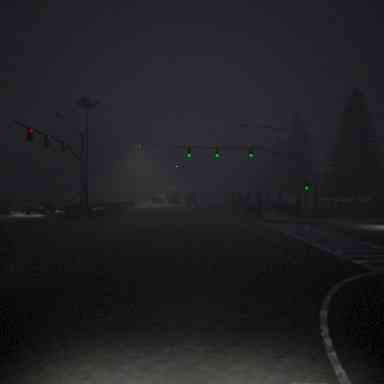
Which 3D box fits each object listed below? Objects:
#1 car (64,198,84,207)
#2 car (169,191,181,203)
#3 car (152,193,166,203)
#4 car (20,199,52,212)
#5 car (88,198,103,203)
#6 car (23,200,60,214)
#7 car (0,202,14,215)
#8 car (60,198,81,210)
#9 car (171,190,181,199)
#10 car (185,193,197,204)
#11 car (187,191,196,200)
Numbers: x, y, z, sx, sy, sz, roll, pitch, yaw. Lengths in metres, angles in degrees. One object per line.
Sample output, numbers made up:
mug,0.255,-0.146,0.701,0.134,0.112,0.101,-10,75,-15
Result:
car,-21.118,1.862,59.491,1.994,1.385,4.181,0,2,2
car,-3.530,1.317,67.968,2.097,1.767,4.553,0,3,0
car,-7.031,1.519,68.145,1.994,1.385,4.181,0,3,0
car,-21.115,1.801,45.264,1.882,1.535,5.008,0,0,0
car,-17.635,1.821,60.478,2.033,1.411,5.357,0,2,0
car,-17.610,1.804,38.999,1.812,1.442,4.674,0,0,0
car,-21.109,1.800,35.439,2.033,1.411,5.357,0,0,0
car,-17.622,1.868,47.941,1.812,1.442,4.674,0,0,0
car,-3.687,0.569,77.889,2.097,1.767,4.553,0,6,0
car,-0.121,1.263,66.551,2.150,2.045,5.566,0,3,0
car,-0.181,0.846,76.980,2.033,1.411,5.357,0,6,0
